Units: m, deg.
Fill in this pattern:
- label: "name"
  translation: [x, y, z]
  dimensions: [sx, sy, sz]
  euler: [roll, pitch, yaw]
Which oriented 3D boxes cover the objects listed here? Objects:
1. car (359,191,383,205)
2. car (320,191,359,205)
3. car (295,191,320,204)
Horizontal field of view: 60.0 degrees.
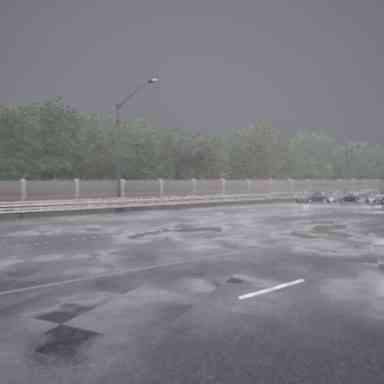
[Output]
- label: "car"
  translation: [20.829, 0.621, 36.434]
  dimensions: [4.902, 1.511, 2.128]
  euler: [-2, 1, -36]
- label: "car"
  translation: [17.403, 0.658, 38.260]
  dimensions: [4.902, 1.511, 2.128]
  euler: [-2, 1, -36]
- label: "car"
  translation: [14.536, 0.676, 40.501]
  dimensions: [4.892, 1.490, 1.837]
  euler: [-2, 2, -36]
